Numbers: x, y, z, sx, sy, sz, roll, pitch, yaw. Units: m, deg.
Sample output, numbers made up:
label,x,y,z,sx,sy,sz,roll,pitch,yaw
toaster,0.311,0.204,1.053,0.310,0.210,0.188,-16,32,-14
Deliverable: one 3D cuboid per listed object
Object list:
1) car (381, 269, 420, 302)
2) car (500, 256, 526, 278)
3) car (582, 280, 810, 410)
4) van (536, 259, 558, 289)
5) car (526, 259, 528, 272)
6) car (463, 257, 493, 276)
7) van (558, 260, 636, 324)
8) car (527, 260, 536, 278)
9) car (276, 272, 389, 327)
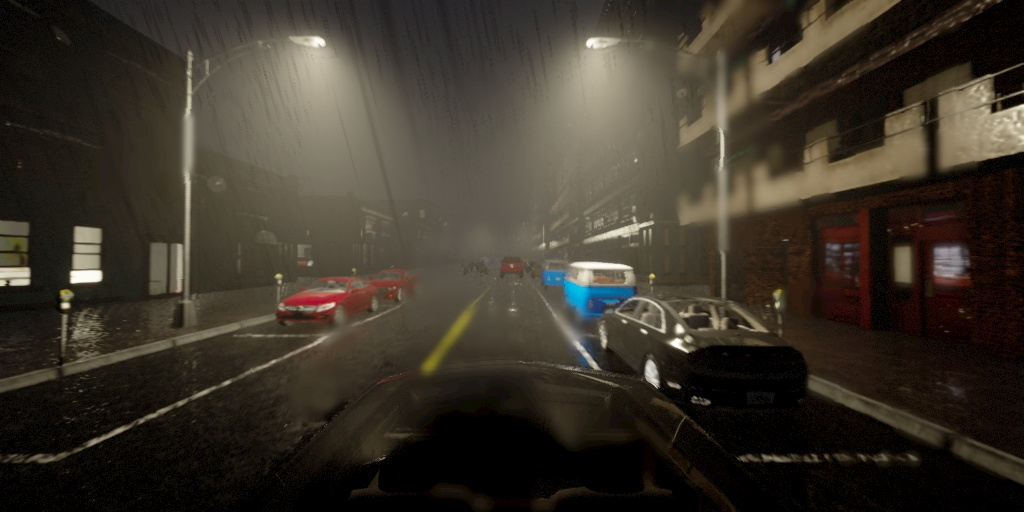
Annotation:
label,x,y,z,sx,sy,sz,roll,pitch,yaw
car,-5.695,1.314,17.210,1.888,1.381,4.507,0,0,0
car,-0.011,1.008,35.270,2.150,2.045,5.566,0,0,0
car,2.689,1.306,6.088,2.007,1.370,4.403,0,0,0
van,2.684,1.115,22.830,1.690,1.789,3.998,0,0,0
car,2.678,1.356,45.153,1.948,1.339,4.313,0,0,0
car,-3.010,0.949,30.964,1.994,1.385,4.181,0,0,0
van,2.687,1.103,11.667,1.690,1.789,3.998,0,0,0
car,2.681,1.309,34.160,1.751,1.417,4.829,0,0,0
car,-5.694,1.344,11.629,1.802,1.307,4.207,0,0,0
